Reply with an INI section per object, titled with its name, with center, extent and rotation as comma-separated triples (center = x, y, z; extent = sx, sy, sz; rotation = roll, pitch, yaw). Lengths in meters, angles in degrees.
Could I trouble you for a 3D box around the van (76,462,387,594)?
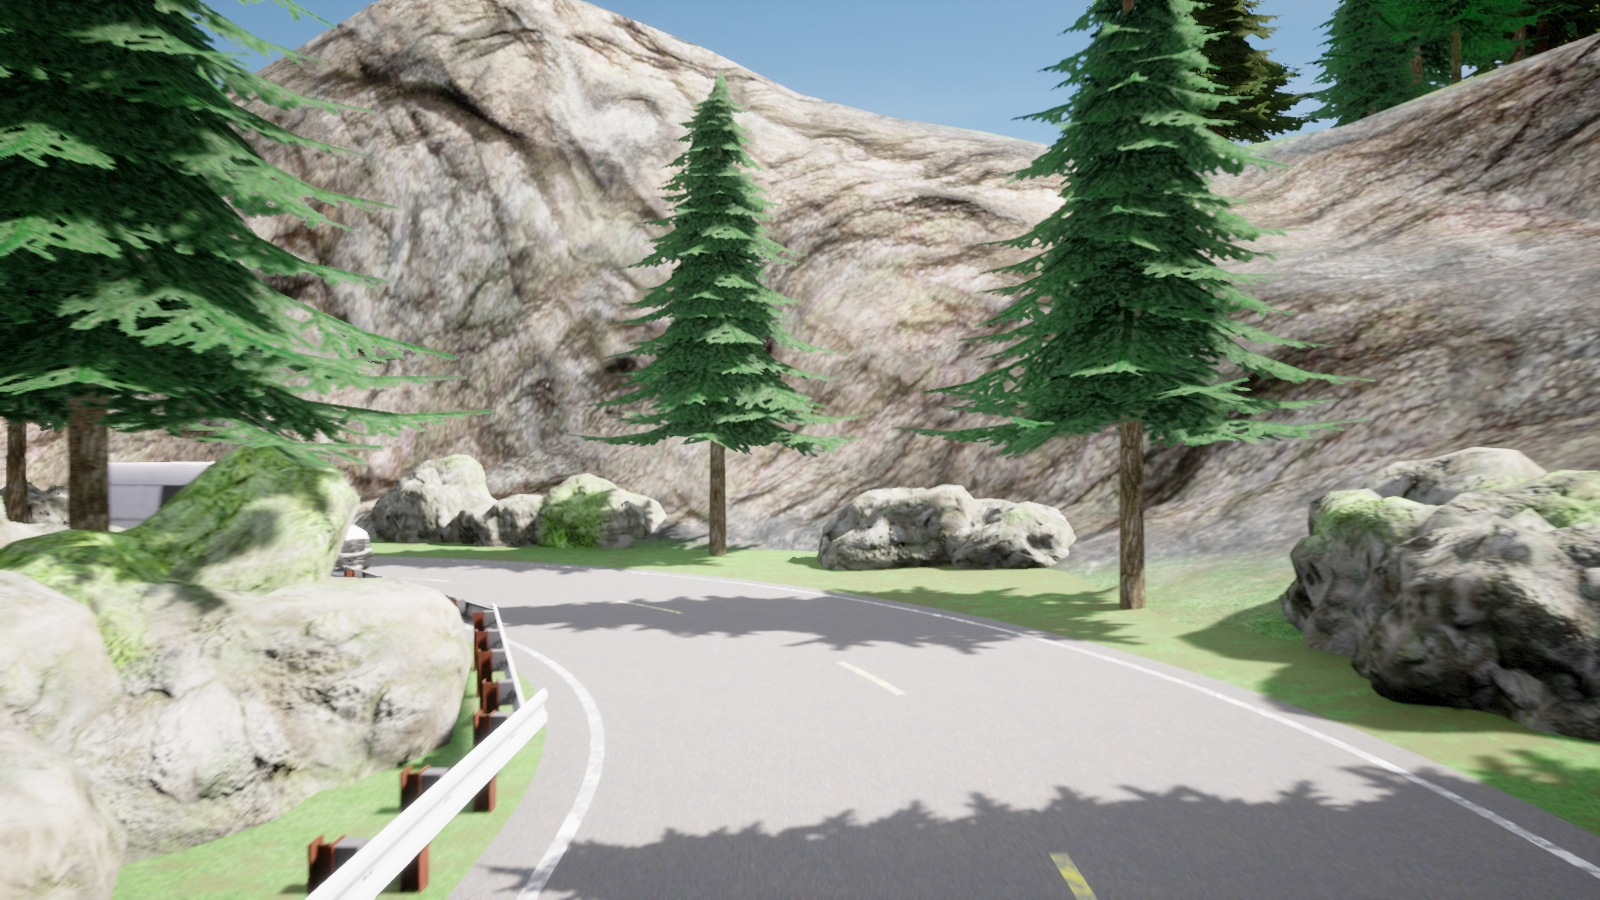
[van]
center = -11.879, 1.532, 23.945
extent = 5.915, 2.561, 1.988
rotation = 0, 0, 13
